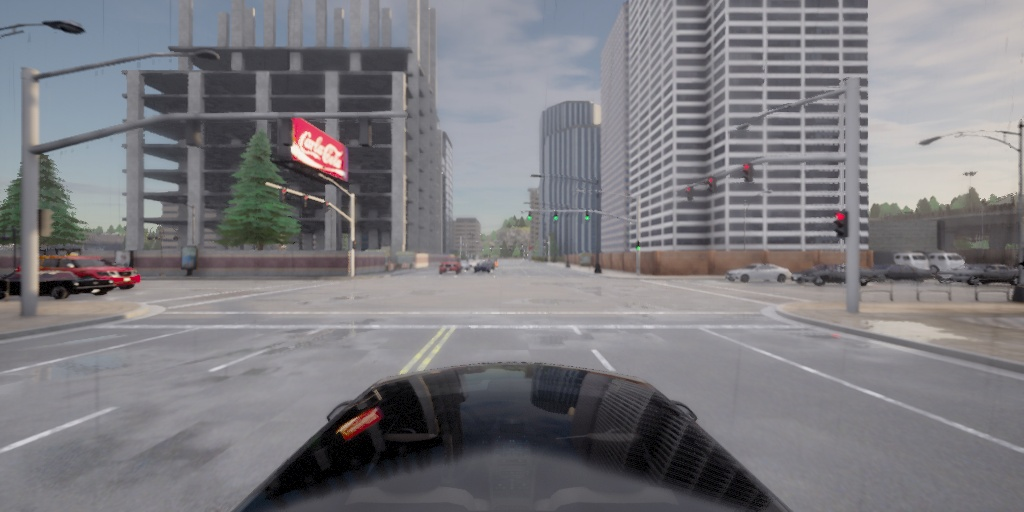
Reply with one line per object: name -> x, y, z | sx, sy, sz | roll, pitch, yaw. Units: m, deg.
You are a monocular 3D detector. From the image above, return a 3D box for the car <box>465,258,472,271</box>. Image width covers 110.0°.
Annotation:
car -> -7.121, 1.382, 51.777 | 1.812, 1.442, 4.674 | 0, 0, 0

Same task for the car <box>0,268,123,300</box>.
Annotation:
car -> -22.394, 1.385, 17.389 | 4.718, 1.301, 1.895 | 0, 0, 0

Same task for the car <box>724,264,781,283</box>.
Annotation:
car -> 19.369, 1.331, 28.322 | 4.674, 1.442, 1.812 | 0, 0, -1

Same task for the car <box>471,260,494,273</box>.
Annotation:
car -> -3.627, 1.442, 44.520 | 1.895, 1.301, 4.718 | 0, 0, 0

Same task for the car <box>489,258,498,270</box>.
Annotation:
car -> -3.615, 1.426, 54.444 | 1.994, 1.385, 4.181 | 0, 0, 0

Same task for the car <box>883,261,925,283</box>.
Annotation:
car -> 29.952, 1.353, 28.398 | 5.357, 1.411, 2.033 | 0, 0, 0

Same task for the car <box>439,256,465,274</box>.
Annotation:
car -> -7.159, 1.057, 42.100 | 2.150, 2.045, 5.566 | 0, 0, -3

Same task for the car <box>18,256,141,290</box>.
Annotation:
car -> -25.169, 1.014, 20.871 | 5.566, 2.045, 2.150 | 0, 0, 0

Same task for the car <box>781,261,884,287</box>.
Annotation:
car -> 22.103, 1.290, 24.857 | 4.902, 1.511, 2.128 | 0, 0, 0

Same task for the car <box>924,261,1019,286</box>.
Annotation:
car -> 32.478, 1.289, 24.905 | 4.902, 1.511, 2.128 | 0, 0, 0
